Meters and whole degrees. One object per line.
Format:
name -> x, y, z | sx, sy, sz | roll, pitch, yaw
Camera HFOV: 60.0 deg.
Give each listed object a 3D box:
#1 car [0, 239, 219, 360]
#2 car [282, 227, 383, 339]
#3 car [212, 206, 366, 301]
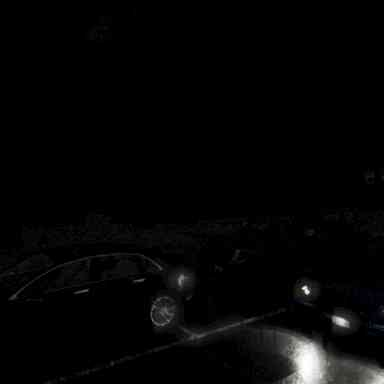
car -> -1.949, 1.551, 5.257 | 4.403, 1.369, 2.008 | 0, 0, -36
car -> 4.383, 1.550, 6.510 | 5.357, 1.411, 2.033 | 0, 0, -36
car -> 2.616, 1.317, 8.517 | 5.009, 1.841, 2.192 | 0, 0, -36
